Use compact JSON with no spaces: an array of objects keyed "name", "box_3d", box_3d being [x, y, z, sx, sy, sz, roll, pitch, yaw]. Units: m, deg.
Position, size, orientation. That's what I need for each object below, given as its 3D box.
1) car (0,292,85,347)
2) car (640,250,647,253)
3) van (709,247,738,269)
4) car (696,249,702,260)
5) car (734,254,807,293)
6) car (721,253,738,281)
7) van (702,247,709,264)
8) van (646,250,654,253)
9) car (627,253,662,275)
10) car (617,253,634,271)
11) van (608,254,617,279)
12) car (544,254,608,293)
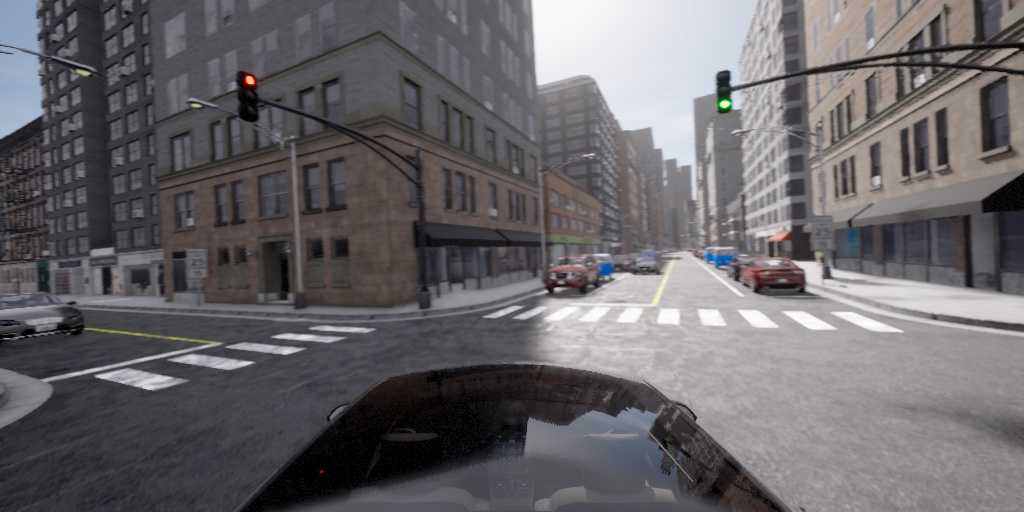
[{"name":"car","box_3d":[-16.296,1.999,11.873,4.902,1.511,2.128,-3,0,25]},{"name":"car","box_3d":[14.991,0.370,43.965,1.967,1.591,4.097,0,0,25]},{"name":"van","box_3d":[18.066,0.162,30.390,1.690,1.789,3.998,0,0,25]},{"name":"car","box_3d":[27.352,-0.090,50.335,1.802,1.307,4.207,0,0,25]},{"name":"car","box_3d":[11.103,0.735,15.432,1.888,1.381,4.507,0,0,25]},{"name":"car","box_3d":[13.424,0.633,20.418,1.948,1.339,4.313,0,0,25]},{"name":"van","box_3d":[22.709,-0.085,40.363,1.690,1.789,3.998,0,0,25]},{"name":"van","box_3d":[21.955,-0.098,58.924,1.690,1.789,3.998,0,0,25]},{"name":"car","box_3d":[10.703,0.742,28.505,1.994,1.385,4.181,-3,0,25]},{"name":"car","box_3d":[10.348,0.616,33.993,1.967,1.591,4.097,0,0,25]},{"name":"van","box_3d":[5.705,0.763,24.021,1.690,1.789,3.998,0,0,25]},{"name":"car","box_3d":[3.384,0.860,19.035,2.192,1.841,5.009,0,0,25]}]
